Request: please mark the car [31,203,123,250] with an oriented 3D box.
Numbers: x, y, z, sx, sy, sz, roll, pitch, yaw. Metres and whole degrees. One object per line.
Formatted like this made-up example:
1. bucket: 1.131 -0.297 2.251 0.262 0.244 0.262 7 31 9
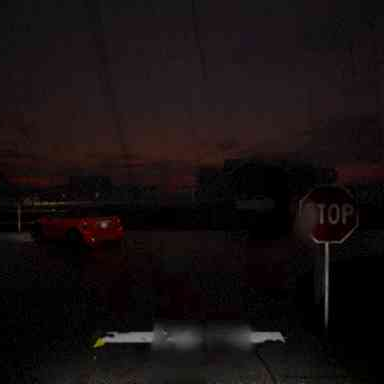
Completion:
1. car: -5.096 1.333 14.486 4.553 1.767 2.097 0 0 40
